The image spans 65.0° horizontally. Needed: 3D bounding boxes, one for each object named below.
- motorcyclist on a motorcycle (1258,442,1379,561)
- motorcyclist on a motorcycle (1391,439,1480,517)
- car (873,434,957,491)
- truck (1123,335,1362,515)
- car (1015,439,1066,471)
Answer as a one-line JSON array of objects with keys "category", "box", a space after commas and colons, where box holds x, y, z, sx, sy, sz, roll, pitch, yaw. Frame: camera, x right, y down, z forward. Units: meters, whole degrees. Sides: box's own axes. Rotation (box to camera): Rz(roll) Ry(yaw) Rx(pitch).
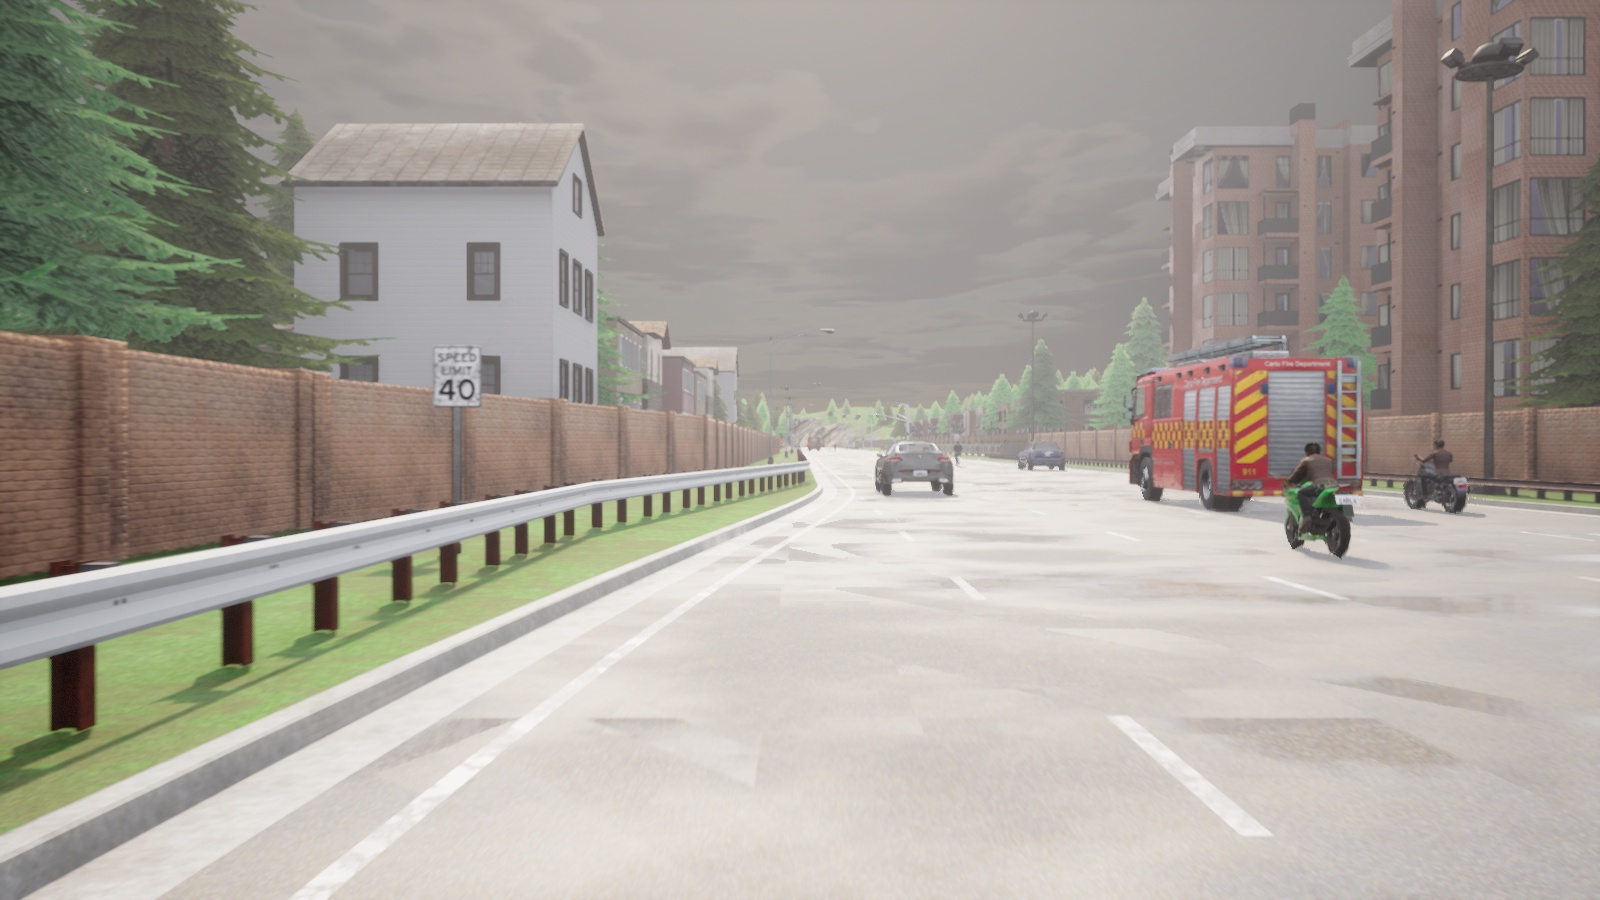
[{"category": "motorcyclist on a motorcycle", "box": [6.983, 0.655, 17.042, 0.797, 1.523, 2.044, 0, 0, 0]}, {"category": "motorcyclist on a motorcycle", "box": [13.974, 0.580, 27.700, 0.766, 1.649, 2.350, 0, 0, 0]}, {"category": "car", "box": [3.466, 0.347, 38.811, 2.152, 1.651, 5.027, 0, 0, 0]}, {"category": "truck", "box": [10.473, -0.553, 30.888, 2.891, 3.827, 8.468, 0, 0, 0]}, {"category": "car", "box": [13.940, 0.276, 72.984, 2.097, 1.767, 4.553, 0, 0, 0]}]
